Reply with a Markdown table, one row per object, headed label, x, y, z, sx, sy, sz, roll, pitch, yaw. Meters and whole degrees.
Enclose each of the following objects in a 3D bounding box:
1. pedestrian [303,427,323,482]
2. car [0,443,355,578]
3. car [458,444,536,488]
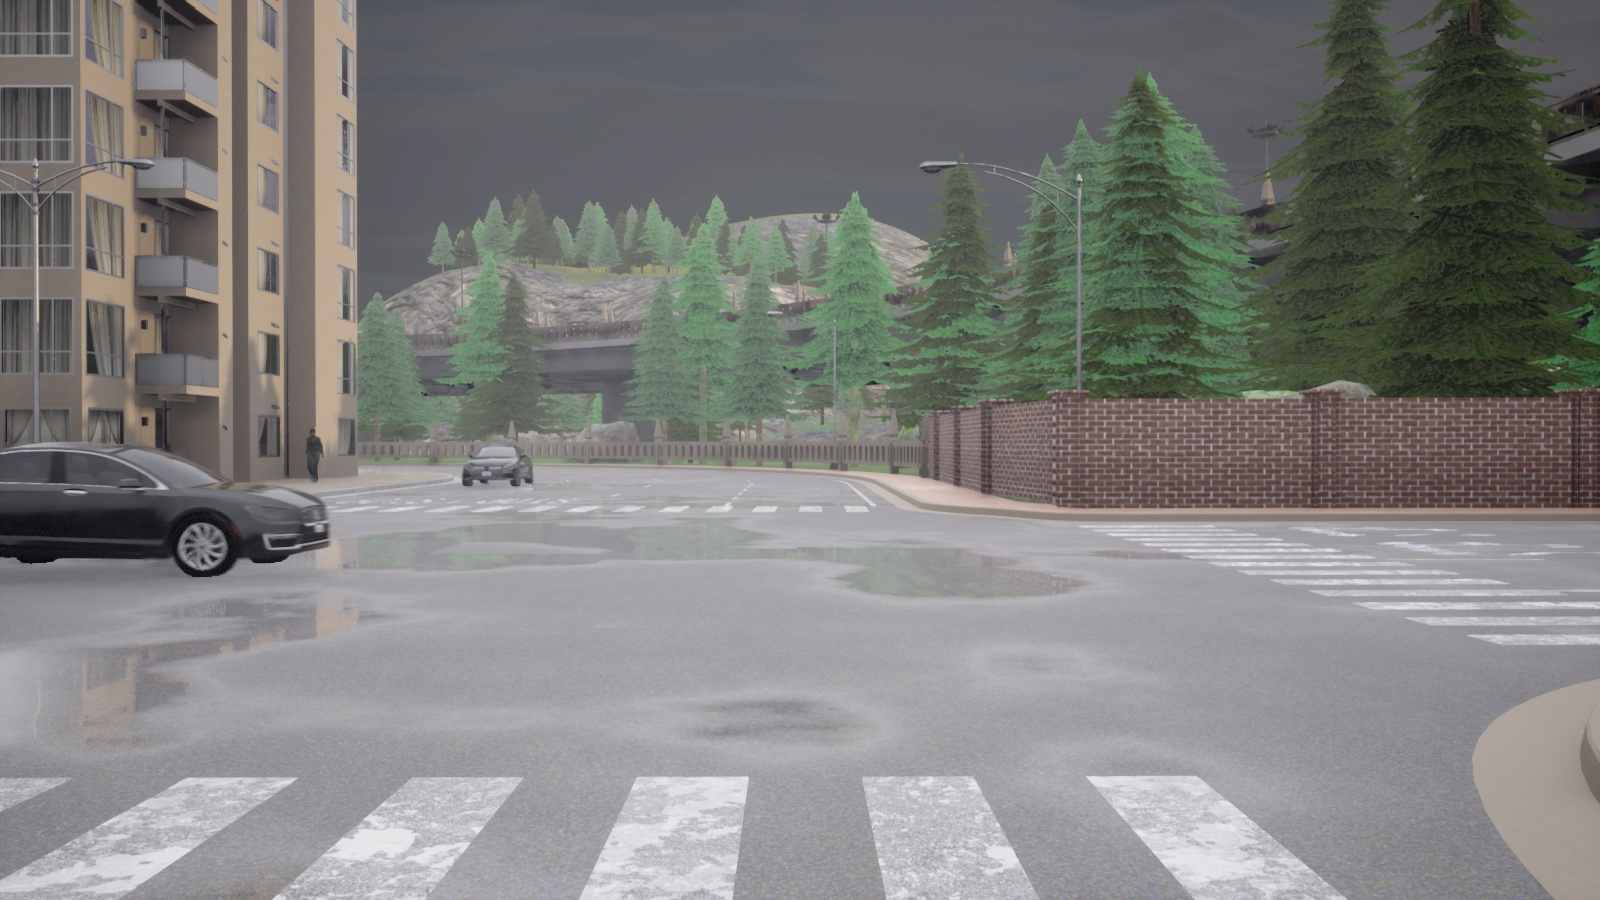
| label | x | y | z | sx | sy | sz | roll | pitch | yaw |
| --- | --- | --- | --- | --- | --- | --- | --- | --- | --- |
| pedestrian | -16.398 | 0.145 | 42.276 | 0.353 | 1.847 | 0.614 | 0 | 0 | 8 |
| car | -8.022 | 0.666 | 14.828 | 4.892 | 1.490 | 1.837 | 0 | 0 | 0 |
| car | -10.529 | 0.512 | 43.999 | 1.812 | 1.442 | 4.674 | 0 | 0 | -3 |
